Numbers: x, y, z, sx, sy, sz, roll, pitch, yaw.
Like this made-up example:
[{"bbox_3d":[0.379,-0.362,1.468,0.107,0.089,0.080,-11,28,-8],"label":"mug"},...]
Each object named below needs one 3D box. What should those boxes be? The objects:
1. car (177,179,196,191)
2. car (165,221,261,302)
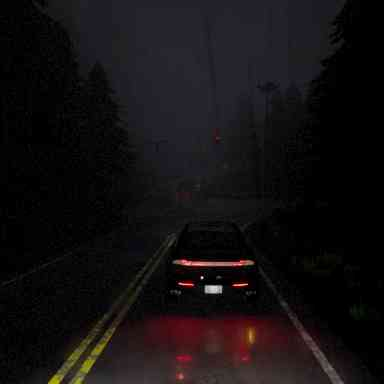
[{"bbox_3d":[-0.695,-1.069,45.238,1.812,1.442,4.674,1,9,14],"label":"car"},{"bbox_3d":[0.449,1.466,8.186,2.128,1.511,4.902,0,0,2],"label":"car"}]
